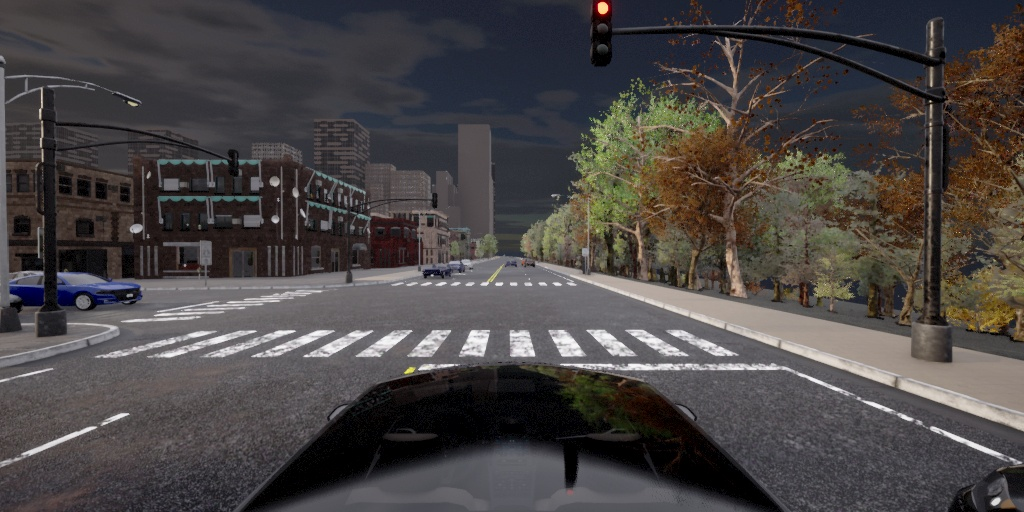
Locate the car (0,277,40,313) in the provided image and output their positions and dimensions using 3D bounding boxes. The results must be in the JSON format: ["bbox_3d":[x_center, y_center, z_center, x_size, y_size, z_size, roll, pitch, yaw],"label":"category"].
[{"bbox_3d":[-19.998,1.565,12.493,4.313,1.339,1.948,0,0,0],"label":"car"}]

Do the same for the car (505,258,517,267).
[{"bbox_3d":[-0.203,1.078,63.995,2.097,1.767,4.553,0,0,0],"label":"car"}]

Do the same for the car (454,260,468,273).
[{"bbox_3d":[-6.786,1.261,43.044,1.812,1.442,4.674,0,0,0],"label":"car"}]

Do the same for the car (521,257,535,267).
[{"bbox_3d":[3.052,1.231,63.211,1.837,1.490,4.892,0,0,0],"label":"car"}]

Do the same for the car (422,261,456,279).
[{"bbox_3d":[-6.741,1.341,32.873,1.895,1.301,4.718,0,0,2],"label":"car"}]

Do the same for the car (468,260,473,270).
[{"bbox_3d":[-6.825,1.256,53.313,1.812,1.442,4.674,0,0,0],"label":"car"}]

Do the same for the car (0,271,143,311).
[{"bbox_3d":[-18.751,1.435,15.209,5.008,1.535,1.882,-1,1,-1],"label":"car"}]

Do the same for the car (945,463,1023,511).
[{"bbox_3d":[3.363,1.314,0.173,1.994,1.385,4.181,0,0,-1],"label":"car"}]
